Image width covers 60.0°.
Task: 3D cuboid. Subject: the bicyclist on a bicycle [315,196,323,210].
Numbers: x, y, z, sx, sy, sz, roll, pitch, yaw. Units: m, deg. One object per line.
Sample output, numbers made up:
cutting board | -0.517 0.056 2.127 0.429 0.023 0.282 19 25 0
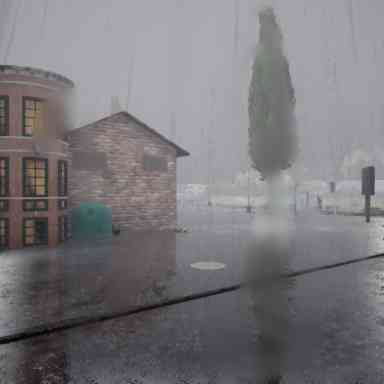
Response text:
bicyclist on a bicycle | 15.318 1.349 40.146 1.656 1.620 0.582 0 0 -36
